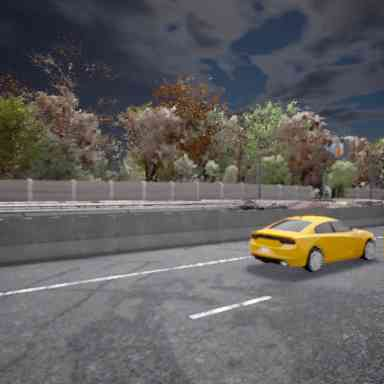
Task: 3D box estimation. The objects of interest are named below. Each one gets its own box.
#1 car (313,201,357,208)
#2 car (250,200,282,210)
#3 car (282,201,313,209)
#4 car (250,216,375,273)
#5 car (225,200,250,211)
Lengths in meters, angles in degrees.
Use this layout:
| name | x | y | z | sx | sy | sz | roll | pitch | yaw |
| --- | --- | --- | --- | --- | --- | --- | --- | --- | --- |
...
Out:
| name | x | y | z | sx | sy | sz | roll | pitch | yaw |
| --- | --- | --- | --- | --- | --- | --- | --- | --- | --- |
| car | 13.855 | 1.674 | 31.075 | 5.008 | 1.535 | 1.882 | 0 | 0 | -35 |
| car | 8.902 | 1.788 | 36.143 | 4.718 | 1.301 | 1.895 | 0 | 0 | -35 |
| car | 11.807 | 1.673 | 33.914 | 5.008 | 1.535 | 1.882 | 0 | 0 | -35 |
| car | 4.121 | 1.541 | 10.988 | 5.008 | 1.535 | 1.882 | 0 | 0 | -36 |
| car | 5.978 | 1.685 | 38.353 | 4.892 | 1.490 | 1.837 | 1 | 0 | -35 |
